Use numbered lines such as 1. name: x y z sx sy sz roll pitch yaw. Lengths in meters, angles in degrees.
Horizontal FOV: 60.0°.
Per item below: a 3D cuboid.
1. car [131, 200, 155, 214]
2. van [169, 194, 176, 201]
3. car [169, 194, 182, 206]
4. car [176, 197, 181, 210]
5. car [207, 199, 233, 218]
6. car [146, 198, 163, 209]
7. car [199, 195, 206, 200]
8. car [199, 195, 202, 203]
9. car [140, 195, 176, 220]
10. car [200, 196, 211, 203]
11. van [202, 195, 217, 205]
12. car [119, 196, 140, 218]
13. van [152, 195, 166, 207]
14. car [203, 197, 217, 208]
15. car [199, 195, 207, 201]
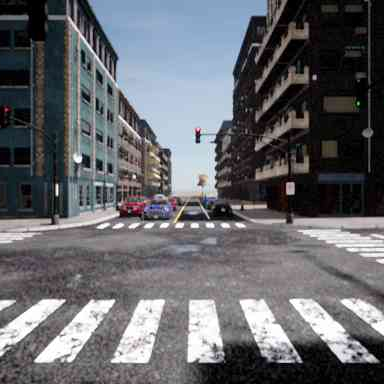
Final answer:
1. car: -5.210 1.554 35.807 1.887 1.381 4.507 0 0 0
2. van: -5.062 1.338 85.775 1.690 1.788 3.998 0 0 0
3. car: -2.674 1.485 54.052 1.882 1.535 5.008 0 0 0
4. car: -2.731 1.487 39.905 1.882 1.535 5.008 0 0 0
5. car: 2.654 1.575 30.232 1.947 1.339 4.313 0 0 0
6. car: -5.177 1.553 46.911 1.887 1.381 4.507 0 0 0
7. car: 2.834 1.539 91.305 1.887 1.381 4.507 0 0 0
8. car: 2.736 1.447 57.992 1.967 1.590 4.097 0 0 0
9. car: -2.795 1.361 28.168 2.097 1.767 4.553 0 0 1
10. car: 2.769 1.555 69.097 2.008 1.369 4.403 0 0 0
11. van: 2.704 1.350 46.888 1.690 1.788 3.998 0 0 0
12. car: -5.226 1.324 30.255 2.192 1.841 5.009 0 0 0
13. van: -5.160 1.349 52.463 1.690 1.788 3.998 0 0 0
14. car: 2.687 1.591 41.336 1.802 1.307 4.206 0 0 0
15. car: 2.818 1.542 85.752 1.887 1.381 4.507 0 0 0
